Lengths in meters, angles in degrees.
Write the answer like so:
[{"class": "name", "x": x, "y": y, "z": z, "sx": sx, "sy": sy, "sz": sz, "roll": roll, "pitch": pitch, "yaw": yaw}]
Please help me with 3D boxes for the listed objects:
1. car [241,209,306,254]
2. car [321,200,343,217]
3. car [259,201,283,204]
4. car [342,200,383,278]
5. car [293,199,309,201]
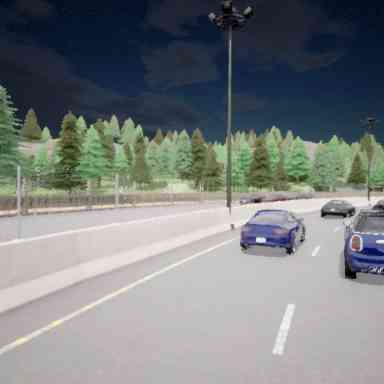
[{"class": "car", "x": 3.260, "y": 1.390, "z": 12.935, "sx": 1.812, "sy": 1.442, "sz": 4.674, "roll": 1, "pitch": 1, "yaw": 26}, {"class": "car", "x": 11.932, "y": 1.327, "z": 26.947, "sx": 1.994, "sy": 1.385, "sz": 4.181, "roll": 1, "pitch": 1, "yaw": 36}, {"class": "car", "x": 10.663, "y": 1.049, "z": 42.236, "sx": 1.882, "sy": 1.535, "sz": 5.008, "roll": 1, "pitch": 1, "yaw": 43}, {"class": "car", "x": 5.500, "y": 1.276, "z": 9.471, "sx": 2.097, "sy": 1.767, "sz": 4.553, "roll": 1, "pitch": 1, "yaw": 25}, {"class": "car", "x": 13.542, "y": 0.922, "z": 40.206, "sx": 1.837, "sy": 1.490, "sz": 4.892, "roll": 1, "pitch": 1, "yaw": 43}]
